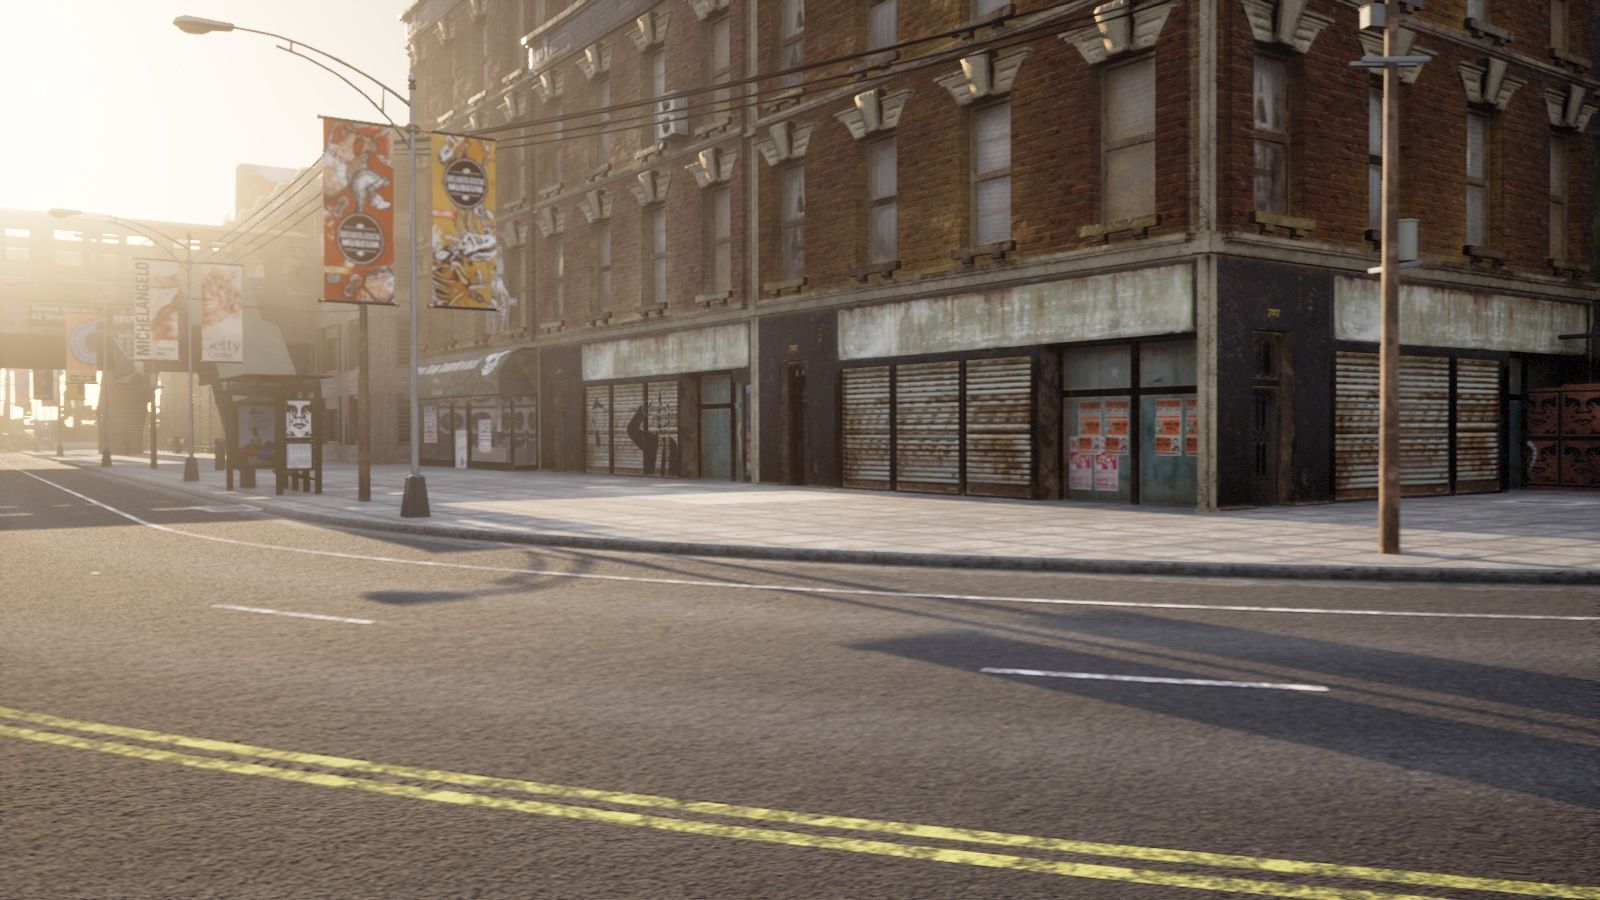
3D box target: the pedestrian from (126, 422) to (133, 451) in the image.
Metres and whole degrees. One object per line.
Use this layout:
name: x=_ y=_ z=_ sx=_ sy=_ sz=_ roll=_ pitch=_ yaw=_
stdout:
pedestrian: x=-41.827 y=-0.871 z=78.310 sx=0.328 sy=1.805 sz=0.869 roll=0 pitch=1 yaw=-32
